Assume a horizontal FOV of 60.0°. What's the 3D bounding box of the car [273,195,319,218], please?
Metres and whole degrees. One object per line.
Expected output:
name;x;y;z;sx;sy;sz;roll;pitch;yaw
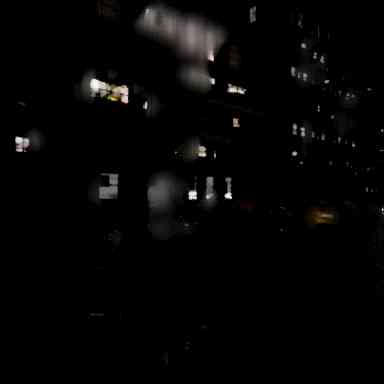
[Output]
car;7.475;1.052;25.016;5.008;1.535;1.882;-1;1;-42

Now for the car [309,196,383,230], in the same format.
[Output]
car;8.639;1.175;18.289;4.829;1.417;1.752;-1;2;-42

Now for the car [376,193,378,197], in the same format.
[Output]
car;24.253;0.917;39.824;4.181;1.385;1.994;-1;1;-41

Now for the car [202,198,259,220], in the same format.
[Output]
car;2.905;1.176;24.405;4.206;1.307;1.802;-1;2;-42

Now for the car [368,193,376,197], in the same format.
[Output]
car;23.612;0.864;42.808;4.507;1.381;1.887;-1;2;-42

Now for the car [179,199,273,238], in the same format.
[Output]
car;1.512;1.225;15.571;4.674;1.442;1.812;-1;1;-42

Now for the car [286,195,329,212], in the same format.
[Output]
car;11.061;1.013;31.653;4.829;1.417;1.752;-1;2;-42
